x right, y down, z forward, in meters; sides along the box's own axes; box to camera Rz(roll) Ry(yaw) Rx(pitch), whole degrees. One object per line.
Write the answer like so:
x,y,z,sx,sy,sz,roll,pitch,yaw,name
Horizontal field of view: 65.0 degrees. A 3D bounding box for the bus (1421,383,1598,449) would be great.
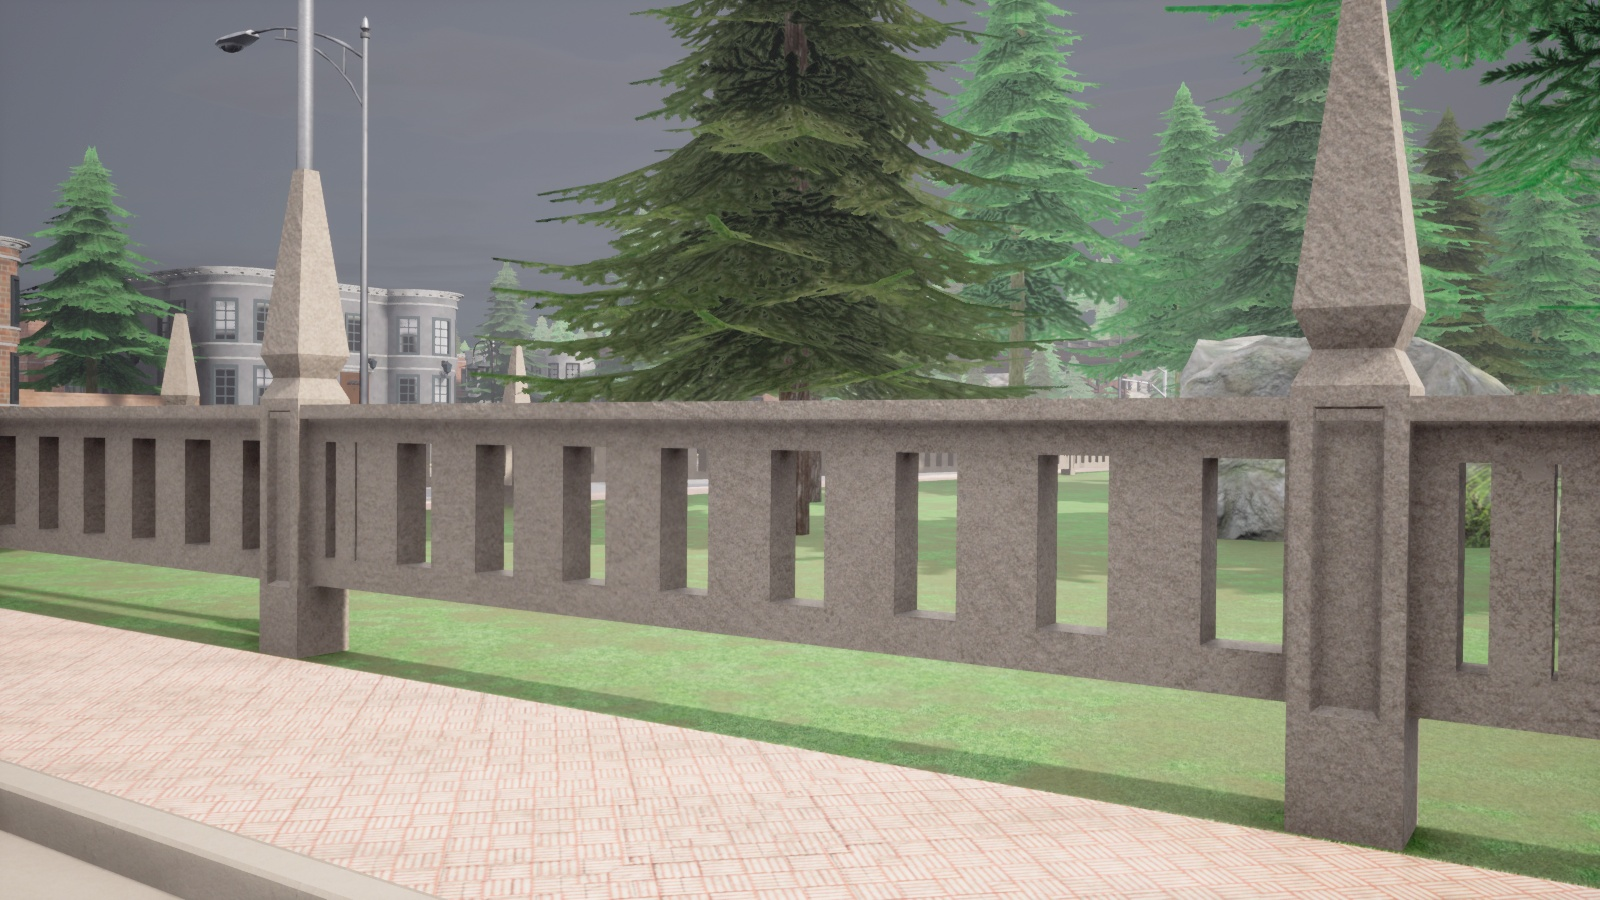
48.776,-2.267,86.473,10.273,4.253,3.944,0,1,34,bus
